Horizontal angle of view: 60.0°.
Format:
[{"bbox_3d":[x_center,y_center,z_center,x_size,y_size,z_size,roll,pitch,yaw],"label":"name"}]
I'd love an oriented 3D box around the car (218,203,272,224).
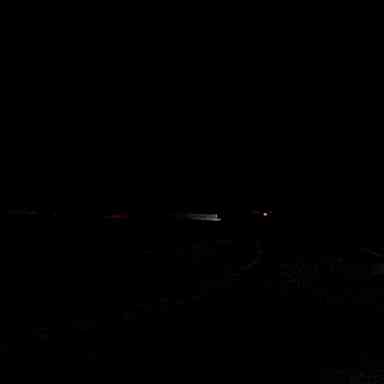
[{"bbox_3d":[3.813,1.500,24.534,1.994,1.385,4.181,1,0,-38],"label":"car"}]
